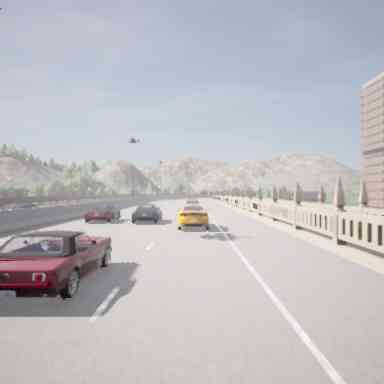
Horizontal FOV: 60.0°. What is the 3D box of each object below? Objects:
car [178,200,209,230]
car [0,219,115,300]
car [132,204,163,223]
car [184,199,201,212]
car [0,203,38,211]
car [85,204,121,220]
[{"bbox_3d":[0.090,1.508,21.581,1.882,1.535,5.008,0,0,0],"label":"car"},{"bbox_3d":[-3.404,1.613,8.381,1.895,1.301,4.718,0,0,0],"label":"car"},{"bbox_3d":[-3.412,1.601,25.777,1.994,1.385,4.181,0,0,0],"label":"car"},{"bbox_3d":[0.082,1.622,41.344,1.994,1.385,4.181,0,0,0],"label":"car"},{"bbox_3d":[-14.013,1.630,27.310,2.033,1.411,5.357,0,0,0],"label":"car"},{"bbox_3d":[-6.913,1.601,26.131,1.994,1.385,4.181,0,0,0],"label":"car"}]
